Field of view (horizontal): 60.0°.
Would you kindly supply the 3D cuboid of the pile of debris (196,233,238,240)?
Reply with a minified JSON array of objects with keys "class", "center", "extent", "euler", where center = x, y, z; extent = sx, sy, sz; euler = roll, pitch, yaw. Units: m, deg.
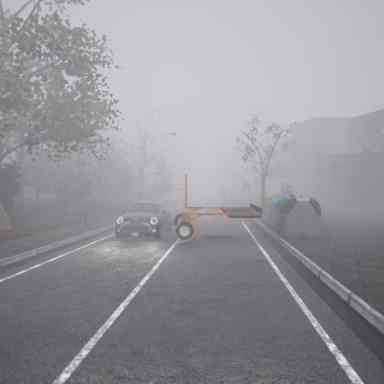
[{"class":"pile of debris","center":[1.161,2.107,15.818],"extent":[1.860,0.140,1.500],"euler":[0,0,3]}]

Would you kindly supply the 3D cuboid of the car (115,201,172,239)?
[{"class":"car","center":[-2.326,1.269,16.862],"extent":[2.097,1.767,4.553],"euler":[0,0,5]}]

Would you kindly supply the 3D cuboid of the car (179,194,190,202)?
[{"class":"car","center":[-1.524,1.248,69.007],"extent":[1.837,1.490,4.892],"euler":[-1,0,-8]}]

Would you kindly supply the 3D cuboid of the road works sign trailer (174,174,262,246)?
[{"class":"road works sign trailer","center":[1.030,0.661,14.522],"extent":[3.560,2.880,2.380],"euler":[0,5,-5]}]
